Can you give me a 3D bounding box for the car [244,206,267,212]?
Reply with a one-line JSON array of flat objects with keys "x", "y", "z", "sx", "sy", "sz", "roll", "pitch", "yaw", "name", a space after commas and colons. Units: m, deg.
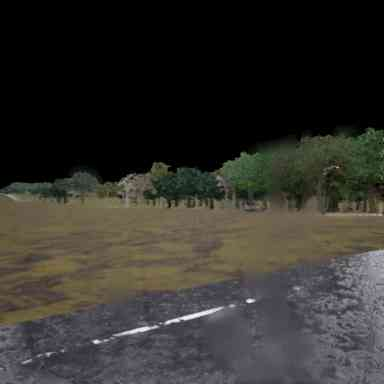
[{"x": 13.511, "y": 3.595, "z": 70.820, "sx": 2.033, "sy": 1.411, "sz": 5.357, "roll": 1, "pitch": -3, "yaw": -33, "name": "car"}]
